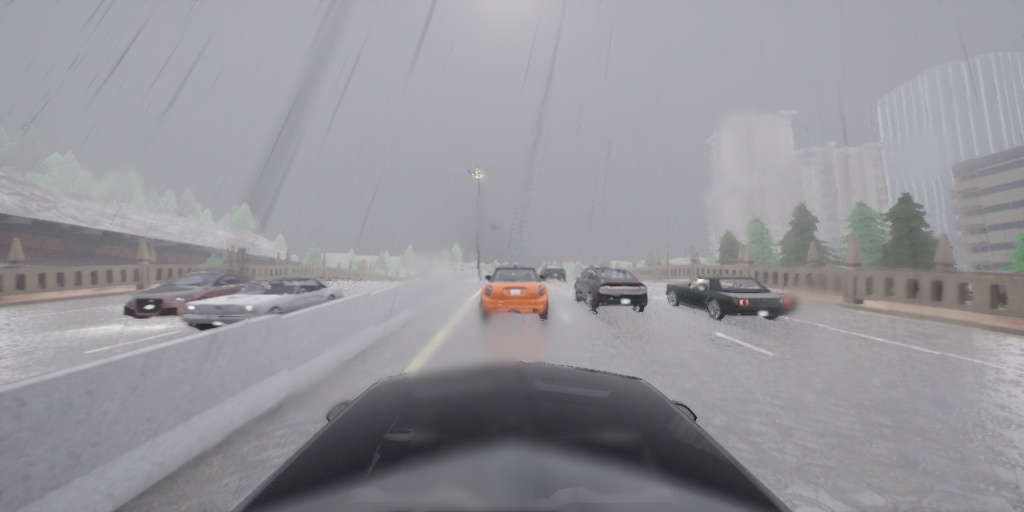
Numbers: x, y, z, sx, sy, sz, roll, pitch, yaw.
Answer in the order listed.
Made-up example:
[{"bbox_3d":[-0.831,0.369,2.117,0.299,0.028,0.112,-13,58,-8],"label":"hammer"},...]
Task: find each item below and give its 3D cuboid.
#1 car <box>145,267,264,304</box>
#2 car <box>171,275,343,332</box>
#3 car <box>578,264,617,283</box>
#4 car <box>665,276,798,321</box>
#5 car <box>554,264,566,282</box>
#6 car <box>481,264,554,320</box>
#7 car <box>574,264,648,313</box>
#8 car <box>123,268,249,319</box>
[{"bbox_3d":[-14.080,1.285,16.835,1.994,1.385,4.181,0,0,0],"label":"car"},{"bbox_3d":[-7.095,1.334,10.871,1.895,1.301,4.718,0,0,0],"label":"car"},{"bbox_3d":[7.104,1.445,30.386,2.128,1.511,4.902,0,-2,0],"label":"car"},{"bbox_3d":[7.101,1.336,12.350,1.895,1.301,4.718,0,0,0],"label":"car"},{"bbox_3d":[3.605,1.505,32.064,1.882,1.535,5.008,0,-3,0],"label":"car"},{"bbox_3d":[0.101,1.084,12.686,2.097,1.767,4.553,0,0,0],"label":"car"},{"bbox_3d":[3.602,1.224,13.782,2.128,1.511,4.902,0,0,0],"label":"car"},{"bbox_3d":[-10.591,1.294,12.464,1.994,1.385,4.181,0,0,0],"label":"car"}]
